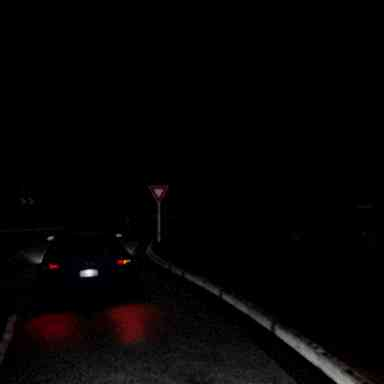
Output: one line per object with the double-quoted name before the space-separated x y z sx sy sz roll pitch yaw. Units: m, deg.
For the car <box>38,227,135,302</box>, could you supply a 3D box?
"car" -2.691 1.584 8.488 1.994 1.385 4.181 0 0 -19
